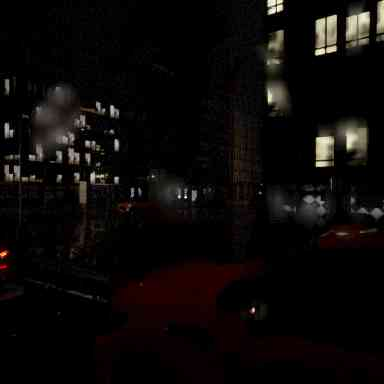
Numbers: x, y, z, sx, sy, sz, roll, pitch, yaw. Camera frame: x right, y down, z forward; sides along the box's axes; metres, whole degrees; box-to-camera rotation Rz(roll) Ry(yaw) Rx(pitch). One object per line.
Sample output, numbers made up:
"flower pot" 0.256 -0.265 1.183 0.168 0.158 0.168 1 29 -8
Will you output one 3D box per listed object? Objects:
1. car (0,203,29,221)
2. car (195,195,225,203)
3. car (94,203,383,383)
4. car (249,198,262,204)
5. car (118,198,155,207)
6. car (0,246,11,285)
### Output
"car" -15.075 1.562 25.589 1.812 1.442 4.674 1 0 37
"car" 2.731 1.396 49.446 2.150 2.045 5.566 1 0 38
"car" 1.707 1.222 2.468 5.566 2.045 2.150 0 0 35
"car" 11.411 1.792 55.817 2.033 1.411 5.357 1 0 37
"car" -6.205 1.456 37.482 2.097 1.767 4.553 1 0 37
"car" -6.195 1.522 8.086 4.674 1.442 1.812 0 0 35
